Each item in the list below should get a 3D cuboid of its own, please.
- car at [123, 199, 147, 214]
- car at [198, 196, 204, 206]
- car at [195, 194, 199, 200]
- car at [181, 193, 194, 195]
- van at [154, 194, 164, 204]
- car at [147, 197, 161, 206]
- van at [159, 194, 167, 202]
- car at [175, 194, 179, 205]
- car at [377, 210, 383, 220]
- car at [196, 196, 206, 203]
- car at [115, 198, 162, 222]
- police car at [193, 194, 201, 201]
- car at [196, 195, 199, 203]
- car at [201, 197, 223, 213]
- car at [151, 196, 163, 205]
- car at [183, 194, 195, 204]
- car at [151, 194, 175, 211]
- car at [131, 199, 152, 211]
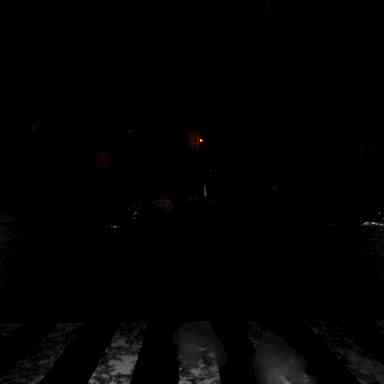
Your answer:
[{"bbox_3d":[-6.122,1.552,36.222,2.008,1.369,4.403,0,0,-1],"label":"car"},{"bbox_3d":[2.253,1.548,47.223,1.887,1.381,4.507,0,0,-1],"label":"car"},{"bbox_3d":[2.043,1.560,62.538,2.008,1.369,4.403,0,0,-1],"label":"car"},{"bbox_3d":[-0.891,1.540,75.527,2.128,1.511,4.902,0,0,-1],"label":"car"},{"bbox_3d":[-6.538,1.352,66.609,1.690,1.788,3.998,0,0,-1],"label":"van"},{"bbox_3d":[-6.390,1.572,55.784,1.947,1.339,4.313,0,0,-1],"label":"car"},{"bbox_3d":[-6.687,1.359,77.435,1.690,1.788,3.998,0,0,-1],"label":"van"},{"bbox_3d":[-3.720,1.498,56.492,2.128,1.511,4.902,0,0,-1],"label":"car"},{"bbox_3d":[14.725,1.246,20.978,5.357,1.411,2.033,-1,0,-1],"label":"car"},{"bbox_3d":[1.899,1.581,73.116,1.947,1.339,4.313,0,0,-1],"label":"car"},{"bbox_3d":[-4.288,1.477,26.323,1.882,1.535,5.008,0,0,13],"label":"car"},{"bbox_3d":[1.267,1.452,90.513,1.930,1.638,5.238,0,0,-1],"label":"police car"},{"bbox_3d":[2.179,1.555,52.667,2.008,1.369,4.403,0,0,-1],"label":"car"},{"bbox_3d":[2.402,1.551,36.335,2.008,1.369,4.403,0,0,-1],"label":"car"},{"bbox_3d":[-6.462,1.534,61.027,1.752,1.417,4.829,0,0,-1],"label":"car"},{"bbox_3d":[-0.660,1.611,65.599,1.895,1.301,4.718,0,0,-1],"label":"car"},{"bbox_3d":[-3.511,1.356,40.332,2.097,1.767,4.553,0,0,-1],"label":"car"},{"bbox_3d":[-6.191,1.552,41.214,2.008,1.369,4.403,0,0,-1],"label":"car"}]
